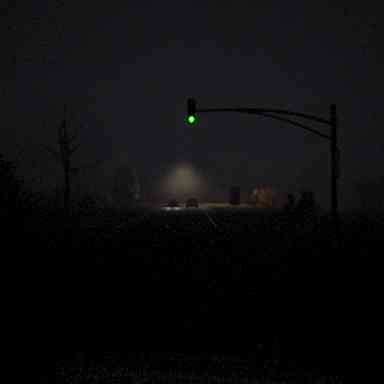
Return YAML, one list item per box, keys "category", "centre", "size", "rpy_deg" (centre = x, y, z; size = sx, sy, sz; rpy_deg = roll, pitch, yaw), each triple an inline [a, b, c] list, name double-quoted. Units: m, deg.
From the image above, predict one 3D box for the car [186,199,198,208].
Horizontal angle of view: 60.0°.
- category: "car"
  centre: [0.016, 1.961, 58.739]
  size: [2.097, 1.767, 4.553]
  rpy_deg: [0, -1, 0]

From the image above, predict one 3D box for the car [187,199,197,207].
- category: "car"
  centre: [0.019, 2.233, 68.771]
  size: [1.837, 1.490, 4.892]
  rpy_deg: [0, -1, 0]

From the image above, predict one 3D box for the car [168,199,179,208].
- category: "car"
  centre: [-3.483, 2.162, 62.939]
  size: [1.837, 1.490, 4.892]
  rpy_deg: [0, -1, 0]
